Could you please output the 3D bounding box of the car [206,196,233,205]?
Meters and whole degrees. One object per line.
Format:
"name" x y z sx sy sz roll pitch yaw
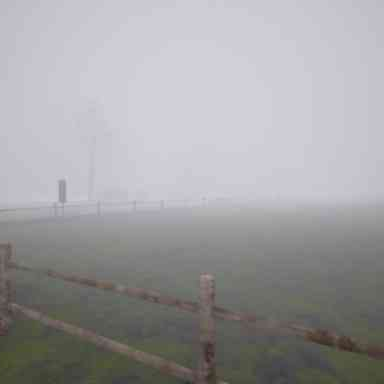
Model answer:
"car" 4.297 1.280 51.108 2.033 1.411 5.357 -2 -1 35
